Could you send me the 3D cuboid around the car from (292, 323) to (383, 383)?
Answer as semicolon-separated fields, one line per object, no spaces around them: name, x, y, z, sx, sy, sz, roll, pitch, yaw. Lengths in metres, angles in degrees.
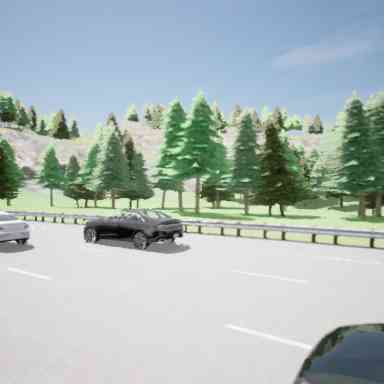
car;2.743;1.564;2.037;4.181;1.385;1.994;0;0;35

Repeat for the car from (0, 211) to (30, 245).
car;-8.782;1.527;14.163;4.674;1.442;1.812;0;0;33

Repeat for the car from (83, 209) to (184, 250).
car;-2.641;1.493;14.314;4.902;1.511;2.128;0;0;34
